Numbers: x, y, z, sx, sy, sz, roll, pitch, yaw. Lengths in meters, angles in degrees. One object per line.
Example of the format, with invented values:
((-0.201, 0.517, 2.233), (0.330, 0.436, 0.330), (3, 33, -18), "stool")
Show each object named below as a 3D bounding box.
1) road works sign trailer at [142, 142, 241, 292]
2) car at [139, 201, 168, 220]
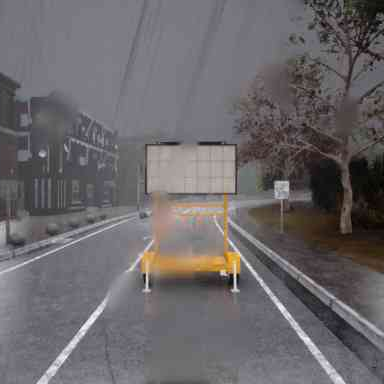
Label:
((-0.021, 0.467, 8.899), (2.380, 3.560, 2.880), (0, 0, 0), "road works sign trailer")
((-3.157, 1.500, 28.077), (2.128, 1.511, 4.902), (0, 0, 3), "car")
